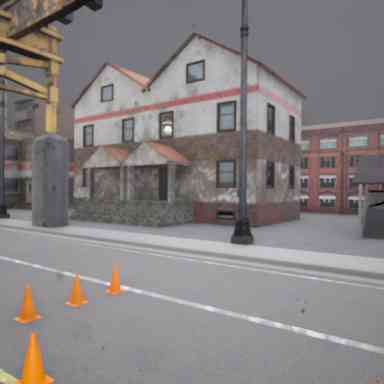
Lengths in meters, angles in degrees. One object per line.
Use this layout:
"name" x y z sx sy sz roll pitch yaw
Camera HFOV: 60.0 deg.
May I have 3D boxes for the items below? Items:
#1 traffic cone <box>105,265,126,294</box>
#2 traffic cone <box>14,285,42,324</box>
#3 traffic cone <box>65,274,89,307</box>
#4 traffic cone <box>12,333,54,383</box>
"traffic cone" -1.731 1.946 7.500 0.340 0.580 0.340 0 0 36
"traffic cone" -2.900 1.946 5.877 0.340 0.580 0.340 0 0 36
"traffic cone" -2.316 1.946 6.689 0.340 0.580 0.340 0 0 36
"traffic cone" -1.861 1.950 3.897 0.340 0.580 0.340 0 0 36
